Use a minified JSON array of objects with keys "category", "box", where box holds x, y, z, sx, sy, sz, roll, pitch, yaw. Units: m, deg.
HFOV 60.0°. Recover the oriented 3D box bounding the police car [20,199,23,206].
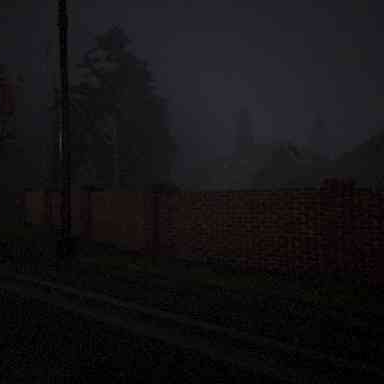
[{"category":"police car","box":[-26.810,1.454,56.299,1.930,1.638,5.238,-2,0,8]}]
